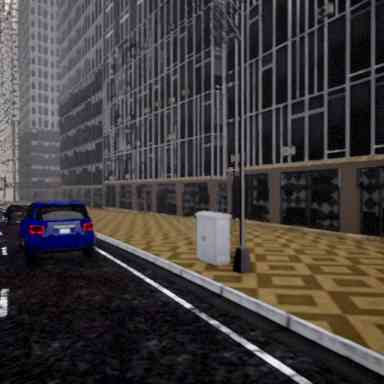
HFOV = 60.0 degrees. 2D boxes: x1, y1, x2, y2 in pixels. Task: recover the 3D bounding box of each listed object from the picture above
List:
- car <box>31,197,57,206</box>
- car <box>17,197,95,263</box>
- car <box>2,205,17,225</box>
[{"bbox_3d":[-34.426,2.168,77.376,5.009,1.841,2.192,0,0,-35],"label":"car"},{"bbox_3d":[-5.366,1.340,12.892,2.150,2.045,5.566,0,0,-30],"label":"car"},{"bbox_3d":[-13.917,1.765,26.701,1.837,1.490,4.892,0,0,-34],"label":"car"}]
